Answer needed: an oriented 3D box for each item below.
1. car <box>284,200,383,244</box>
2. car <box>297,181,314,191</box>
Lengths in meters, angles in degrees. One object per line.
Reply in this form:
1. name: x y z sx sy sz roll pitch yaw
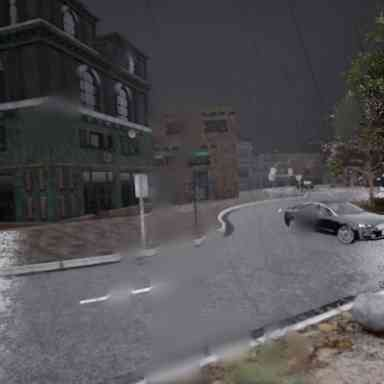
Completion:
1. car: 5.928 1.119 14.022 2.128 1.511 4.902 -4 2 -22
2. car: 19.380 -1.084 56.876 1.882 1.535 5.008 -3 1 4
